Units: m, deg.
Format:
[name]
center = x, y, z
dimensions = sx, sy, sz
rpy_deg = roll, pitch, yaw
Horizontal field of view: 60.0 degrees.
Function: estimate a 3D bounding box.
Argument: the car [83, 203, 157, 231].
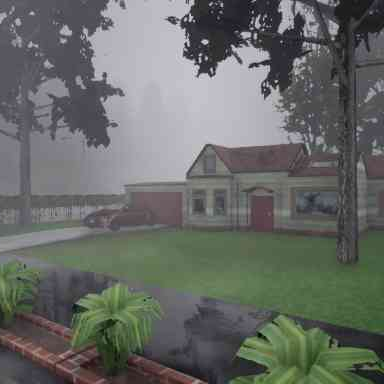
[car]
center = -3.872, 1.300, 18.374
dimensions = 1.994, 1.381, 4.181
rpy_deg = 0, 0, 35
